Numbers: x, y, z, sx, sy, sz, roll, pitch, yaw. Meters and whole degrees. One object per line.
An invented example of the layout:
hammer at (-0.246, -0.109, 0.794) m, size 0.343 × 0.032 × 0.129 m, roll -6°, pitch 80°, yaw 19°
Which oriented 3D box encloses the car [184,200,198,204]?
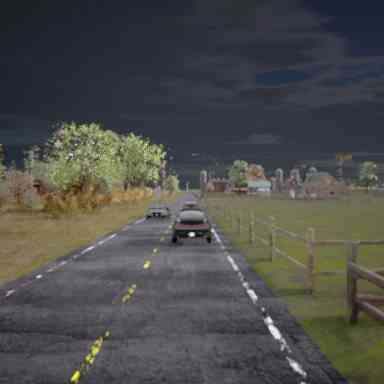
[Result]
car at (-0.101, 1.652, 35.741) m, size 1.837 × 1.490 × 4.892 m, roll 0°, pitch 0°, yaw 0°

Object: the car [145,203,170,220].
car at (-2.912, 1.702, 29.370) m, size 1.994 × 1.385 × 4.181 m, roll 0°, pitch 0°, yaw 0°

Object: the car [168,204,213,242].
car at (-0.011, 1.584, 16.853) m, size 1.837 × 1.490 × 4.892 m, roll 0°, pitch 0°, yaw 0°
